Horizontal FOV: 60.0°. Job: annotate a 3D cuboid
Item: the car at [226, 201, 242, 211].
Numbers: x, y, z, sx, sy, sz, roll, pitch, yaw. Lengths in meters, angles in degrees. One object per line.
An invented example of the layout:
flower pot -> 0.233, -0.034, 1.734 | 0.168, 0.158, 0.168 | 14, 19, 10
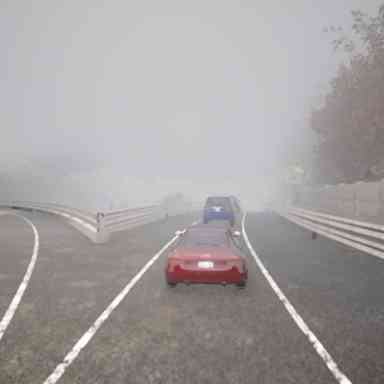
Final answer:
car -> 6.470, 2.192, 50.770 | 2.033, 1.411, 5.357 | 0, -3, 10

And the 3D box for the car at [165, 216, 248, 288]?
car -> 0.440, 1.599, 9.422 | 1.994, 1.385, 4.181 | 0, 0, 4

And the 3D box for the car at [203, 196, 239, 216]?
car -> 2.108, 1.311, 24.512 | 2.150, 2.045, 5.566 | 0, -1, 9

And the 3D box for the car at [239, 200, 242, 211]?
car -> 4.582, 1.490, 39.961 | 2.150, 2.045, 5.566 | 0, -1, 9

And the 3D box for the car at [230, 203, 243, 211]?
car -> 7.682, 2.590, 57.443 | 1.895, 1.301, 4.718 | 0, -3, 11
